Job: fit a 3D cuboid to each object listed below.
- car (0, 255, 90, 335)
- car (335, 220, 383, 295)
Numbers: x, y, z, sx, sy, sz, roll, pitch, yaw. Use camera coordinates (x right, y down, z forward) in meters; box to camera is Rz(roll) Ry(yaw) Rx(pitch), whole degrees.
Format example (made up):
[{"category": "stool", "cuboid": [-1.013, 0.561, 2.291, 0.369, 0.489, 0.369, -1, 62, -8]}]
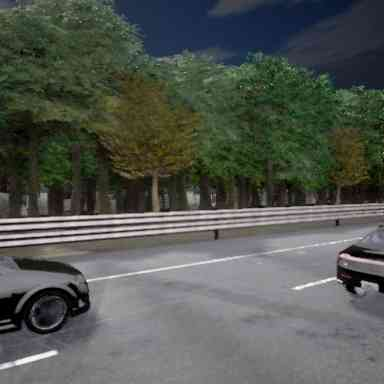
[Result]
[{"category": "car", "cuboid": [-3.836, 1.564, 5.307, 4.181, 1.385, 1.994, 0, 0, -35]}, {"category": "car", "cuboid": [5.206, 1.492, 7.456, 4.902, 1.511, 2.128, 0, 0, -35]}]
